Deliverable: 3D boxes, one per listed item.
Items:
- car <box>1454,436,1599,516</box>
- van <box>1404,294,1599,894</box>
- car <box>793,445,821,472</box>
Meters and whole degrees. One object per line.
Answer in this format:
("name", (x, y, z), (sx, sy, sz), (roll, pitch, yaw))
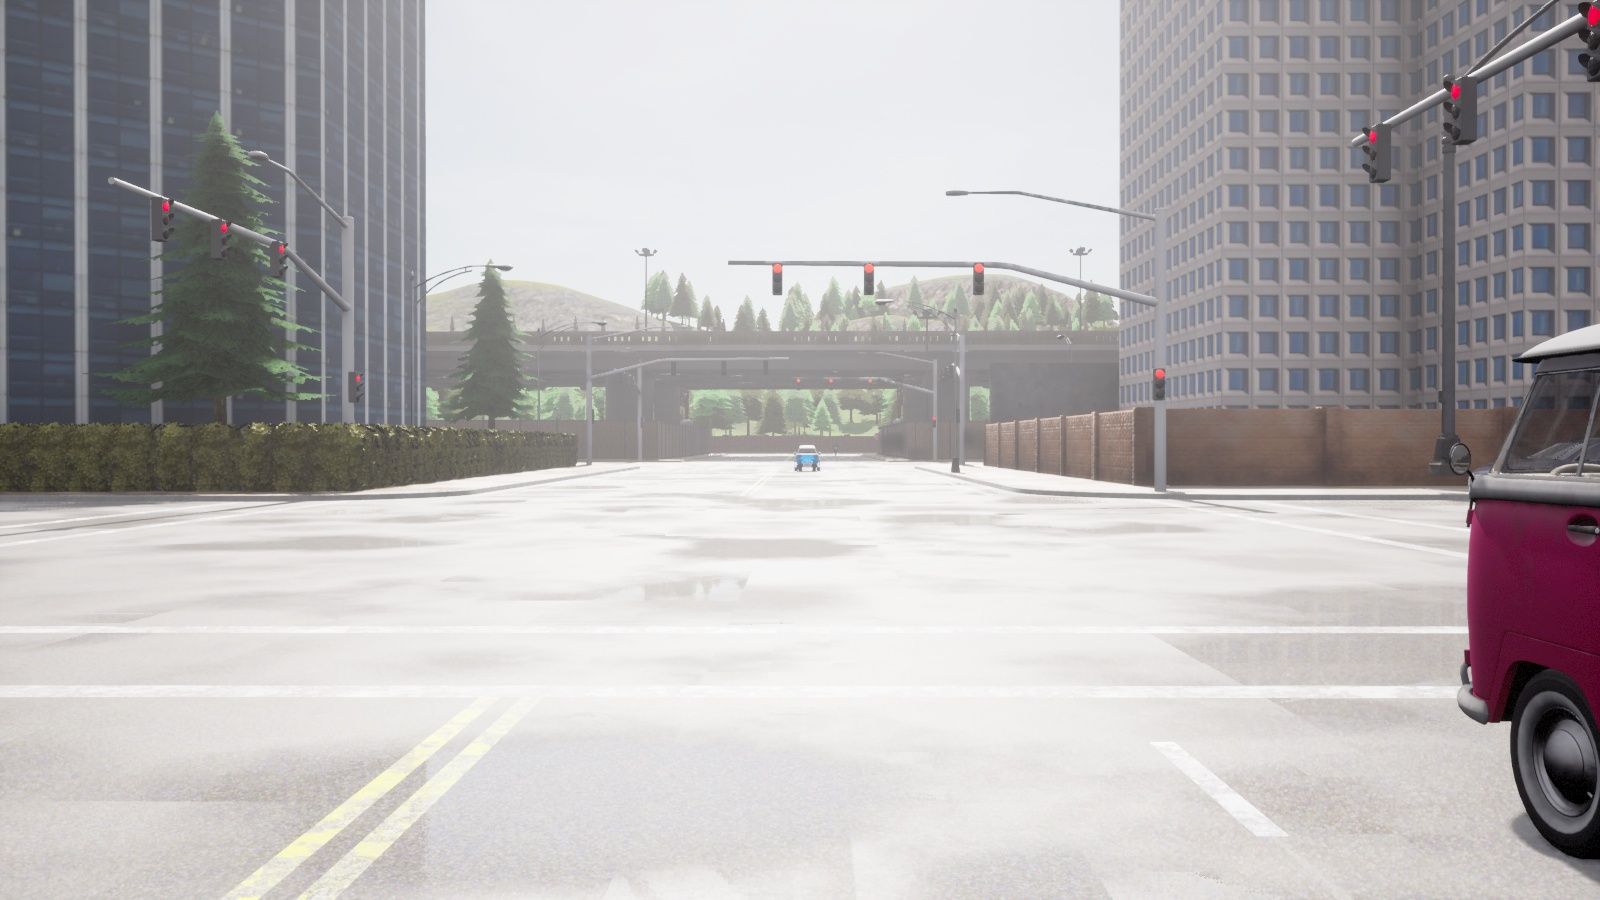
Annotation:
("car", (17.088, 0.537, 27.131), (4.856, 1.649, 2.033), (0, 0, 1))
("van", (3.533, 0.483, 3.300), (1.775, 1.987, 4.442), (0, 0, 0))
("car", (0.383, 0.426, 66.471), (1.481, 1.376, 2.207), (0, 1, 0))
